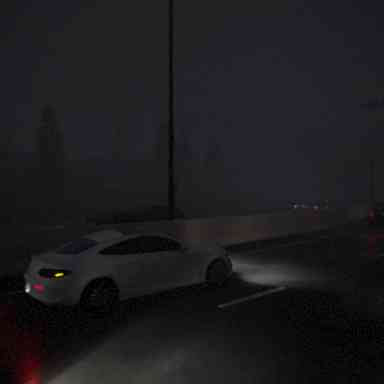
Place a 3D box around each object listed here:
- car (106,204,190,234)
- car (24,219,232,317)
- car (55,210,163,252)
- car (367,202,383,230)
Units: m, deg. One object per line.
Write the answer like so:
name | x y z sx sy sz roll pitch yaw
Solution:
car | -2.547 1.538 20.285 4.892 1.490 1.837 0 0 -43
car | -1.171 1.539 7.500 4.674 1.442 1.812 0 0 -38
car | -3.606 1.592 14.774 4.181 1.385 1.994 0 0 -40
car | 12.291 1.353 20.144 2.097 1.767 4.553 0 0 42
